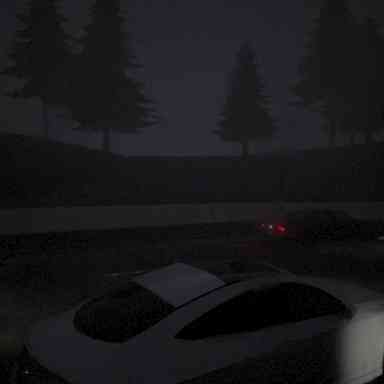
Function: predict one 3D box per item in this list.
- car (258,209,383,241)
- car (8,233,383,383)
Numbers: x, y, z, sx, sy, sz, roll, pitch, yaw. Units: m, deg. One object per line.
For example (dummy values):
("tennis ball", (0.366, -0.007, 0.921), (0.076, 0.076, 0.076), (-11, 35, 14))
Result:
("car", (5.489, 1.420, 13.982), (5.357, 1.411, 2.033), (0, 0, -19))
("car", (0.597, 1.492, 3.746), (4.674, 1.442, 1.812), (0, 0, -31))
